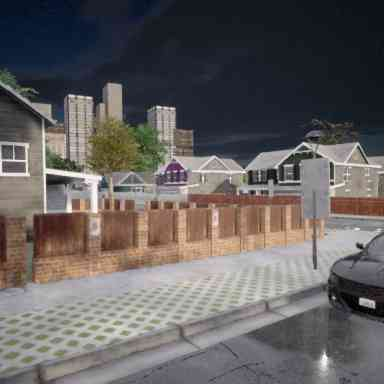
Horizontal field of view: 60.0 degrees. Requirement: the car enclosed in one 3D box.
[{"bbox_3d":[4.705,1.479,6.820,5.008,1.535,1.882,0,0,-39],"label":"car"}]
